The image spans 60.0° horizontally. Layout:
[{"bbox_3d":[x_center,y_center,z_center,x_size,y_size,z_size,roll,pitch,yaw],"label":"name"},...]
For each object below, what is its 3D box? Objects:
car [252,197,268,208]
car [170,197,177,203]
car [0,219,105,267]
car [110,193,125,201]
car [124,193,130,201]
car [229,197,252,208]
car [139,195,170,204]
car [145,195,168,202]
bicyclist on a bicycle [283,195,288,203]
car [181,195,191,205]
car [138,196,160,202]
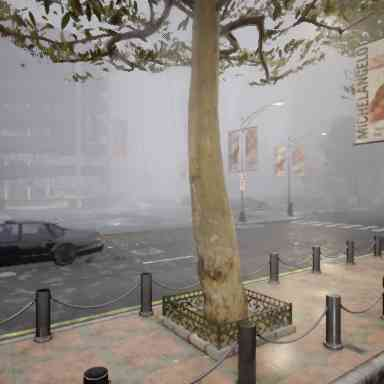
[{"bbox_3d":[8.967,1.477,49.519,1.882,1.535,5.008,0,0,-37],"label":"car"},{"bbox_3d":[-5.204,1.492,66.860,4.902,1.511,2.128,0,0,41],"label":"car"},{"bbox_3d":[-5.411,1.547,9.952,5.357,1.411,2.033,0,0,-36],"label":"car"},{"bbox_3d":[-18.821,1.545,77.841,4.718,1.301,1.895,0,0,11],"label":"car"},{"bbox_3d":[-17.888,1.165,81.215,5.566,2.045,2.150,0,0,11],"label":"car"},{"bbox_3d":[5.660,1.547,48.129,2.033,1.411,5.357,0,0,-36],"label":"car"},{"bbox_3d":[-7.307,1.547,63.985,5.357,1.411,2.033,0,0,39],"label":"car"},{"bbox_3d":[-8.332,1.525,77.517,4.902,1.511,2.128,0,0,26],"label":"car"},{"bbox_3d":[17.566,1.300,62.343,1.656,1.620,0.582,0,0,-36],"label":"bicyclist on a bicycle"},{"bbox_3d":[0.177,1.352,55.536,2.097,1.767,4.553,0,0,-38],"label":"car"},{"bbox_3d":[-9.545,1.524,74.216,4.674,1.442,1.812,0,0,26],"label":"car"}]
